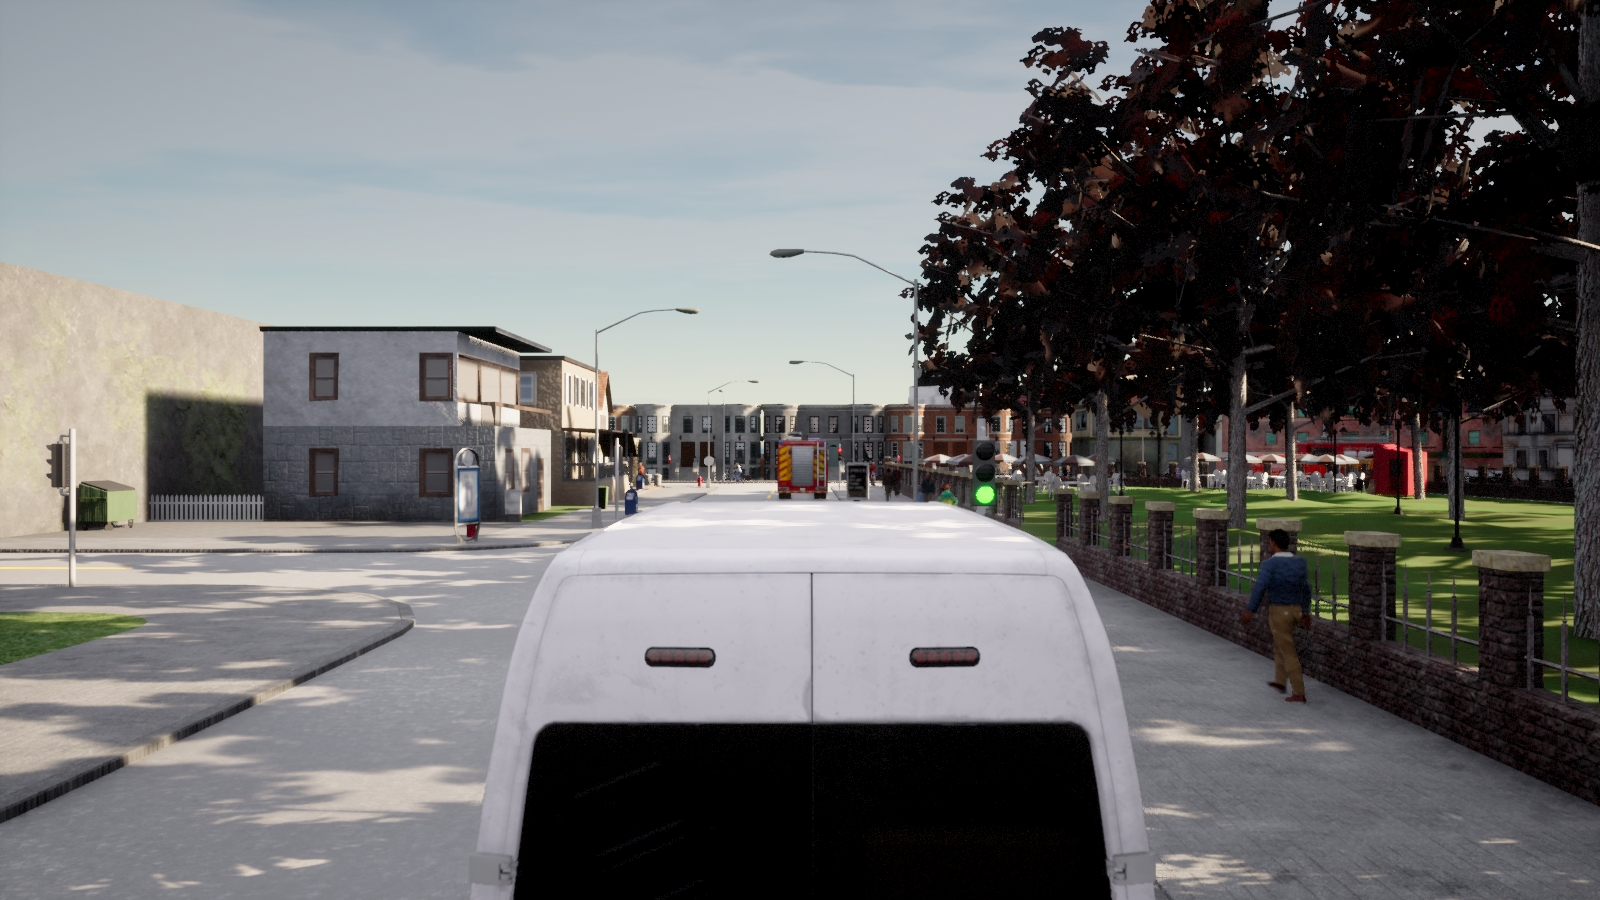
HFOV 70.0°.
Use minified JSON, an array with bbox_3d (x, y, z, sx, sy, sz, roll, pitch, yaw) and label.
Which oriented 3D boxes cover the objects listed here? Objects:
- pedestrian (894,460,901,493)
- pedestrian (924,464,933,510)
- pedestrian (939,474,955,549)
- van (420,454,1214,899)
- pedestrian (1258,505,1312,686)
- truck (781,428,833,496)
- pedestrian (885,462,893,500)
[{"bbox_3d":[5.505,1.525,64.706,0.375,1.860,0.375,0,0,1],"label":"pedestrian"},{"bbox_3d":[5.259,1.525,46.720,0.375,1.860,0.375,0,0,4],"label":"pedestrian"},{"bbox_3d":[3.681,1.525,28.624,0.375,1.860,0.375,0,0,4],"label":"pedestrian"},{"bbox_3d":[0.036,1.315,5.822,1.988,2.561,5.915,0,0,0],"label":"van"},{"bbox_3d":[5.145,1.526,12.129,0.375,1.860,0.375,0,0,-12],"label":"pedestrian"},{"bbox_3d":[0.406,0.670,68.058,2.891,3.827,8.468,0,0,0],"label":"truck"},{"bbox_3d":[4.406,1.525,56.777,0.375,1.860,0.375,0,0,0],"label":"pedestrian"}]
